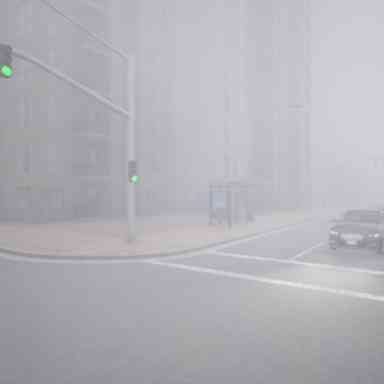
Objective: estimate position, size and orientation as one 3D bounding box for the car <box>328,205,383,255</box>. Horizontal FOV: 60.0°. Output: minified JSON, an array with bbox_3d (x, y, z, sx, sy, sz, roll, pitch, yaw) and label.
[{"bbox_3d":[6.941,1.475,13.496,2.128,1.511,4.902,0,0,36],"label":"car"}]

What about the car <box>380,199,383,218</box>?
[{"bbox_3d":[18.304,1.416,29.761,2.128,1.511,4.902,0,0,35],"label":"car"}]
